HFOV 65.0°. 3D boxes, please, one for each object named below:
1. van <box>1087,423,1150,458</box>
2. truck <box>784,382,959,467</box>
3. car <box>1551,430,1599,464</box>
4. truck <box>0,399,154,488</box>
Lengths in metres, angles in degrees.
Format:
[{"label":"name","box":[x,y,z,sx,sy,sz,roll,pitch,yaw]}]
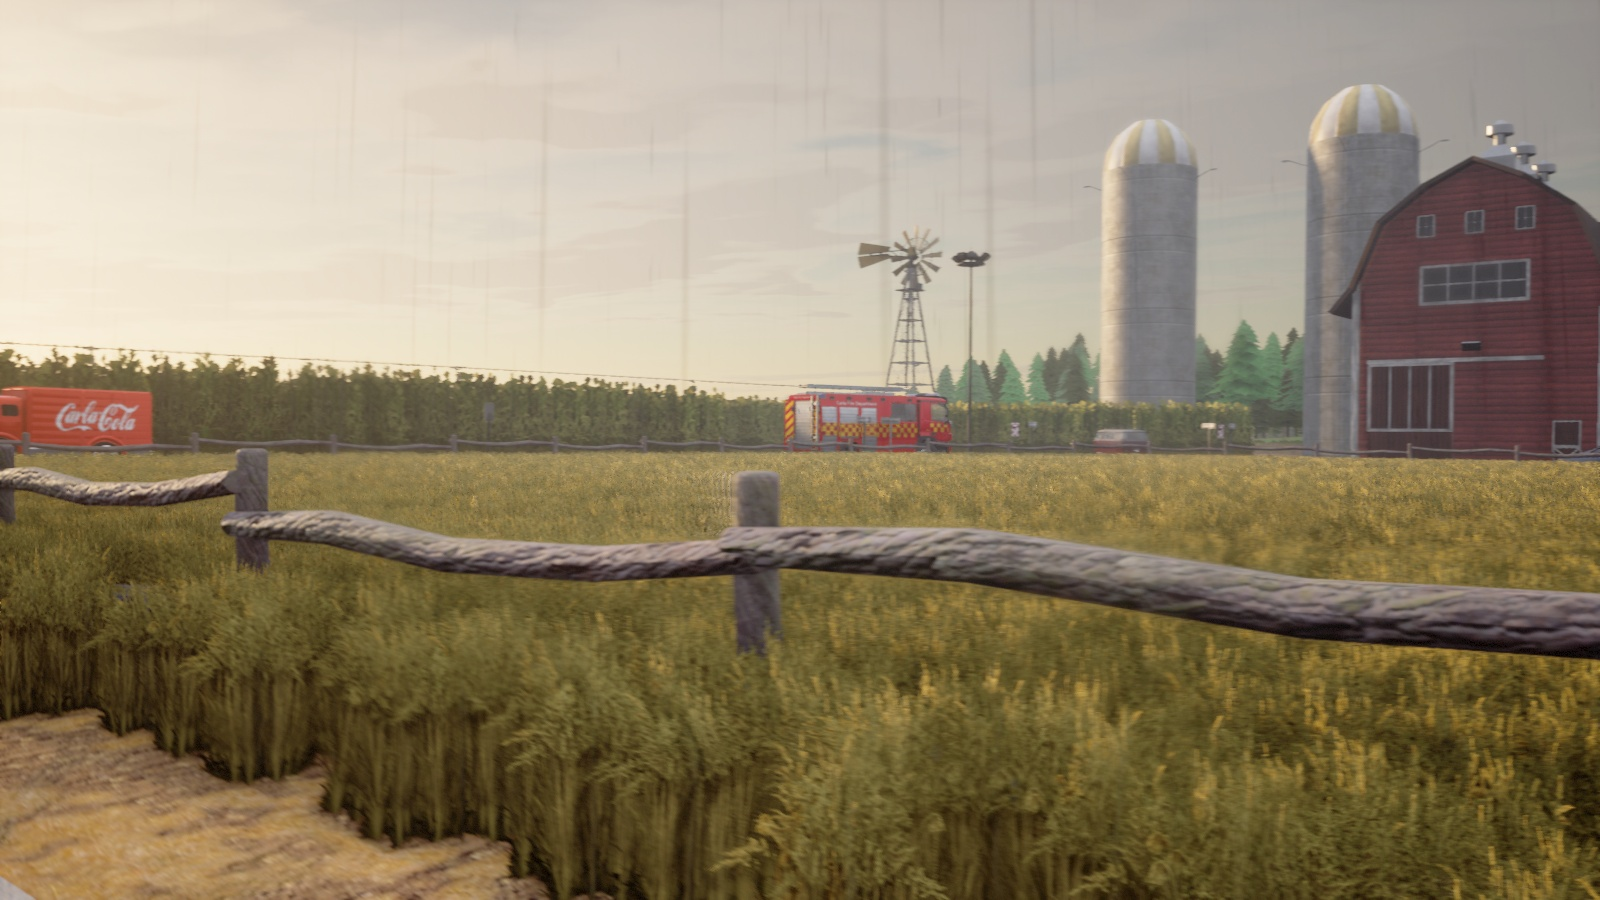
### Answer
[{"label":"van","box":[18.835,-0.590,74.438,1.775,1.987,4.442,0,1,-12]},{"label":"truck","box":[3.539,-1.208,60.444,8.468,3.827,2.891,-1,1,-37]},{"label":"car","box":[33.856,-0.132,51.244,5.357,1.411,2.033,0,1,37]},{"label":"truck","box":[-22.095,-0.187,36.606,2.627,2.467,5.204,0,0,40]}]
